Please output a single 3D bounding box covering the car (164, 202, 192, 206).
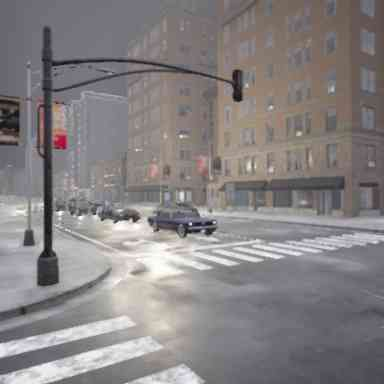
[{"bbox_3d":[-1.350,1.558,25.791,1.837,1.490,4.892,0,0,-33],"label":"car"}]

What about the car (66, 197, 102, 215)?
[{"bbox_3d":[-11.493,1.615,35.154,1.837,1.490,4.892,0,0,-33],"label":"car"}]

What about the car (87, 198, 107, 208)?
[{"bbox_3d":[-15.285,1.724,53.387,1.994,1.385,4.181,0,0,-33],"label":"car"}]

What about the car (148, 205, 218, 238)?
[{"bbox_3d":[-0.613,1.639,18.253,1.895,1.301,4.718,0,0,-33],"label":"car"}]

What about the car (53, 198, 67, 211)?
[{"bbox_3d":[-17.108,1.655,43.945,1.837,1.490,4.892,0,0,-32],"label":"car"}]

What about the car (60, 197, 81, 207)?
[{"bbox_3d":[-20.134,1.677,54.922,2.128,1.511,4.902,0,0,-33],"label":"car"}]

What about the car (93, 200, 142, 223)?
[{"bbox_3d":[-5.868,1.620,26.411,2.033,1.411,5.357,0,0,-33],"label":"car"}]

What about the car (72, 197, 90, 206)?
[{"bbox_3d":[-20.681,1.678,61.768,1.882,1.535,5.008,0,0,-33],"label":"car"}]
